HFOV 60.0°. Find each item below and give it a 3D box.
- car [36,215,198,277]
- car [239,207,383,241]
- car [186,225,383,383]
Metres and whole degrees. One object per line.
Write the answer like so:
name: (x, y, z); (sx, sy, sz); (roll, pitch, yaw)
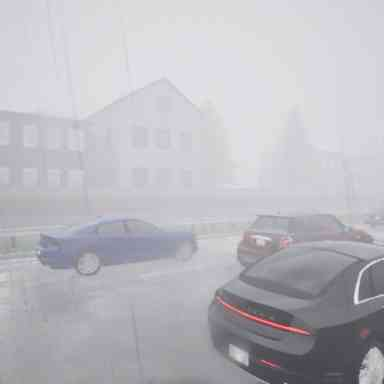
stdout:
car: (-2.077, 1.471, 10.340); (5.008, 1.535, 1.882); (0, 0, -35)
car: (3.554, 1.359, 10.044); (4.553, 1.767, 2.097); (0, 0, -35)
car: (2.483, 1.510, 4.993); (4.892, 1.490, 1.837); (0, 0, -35)
